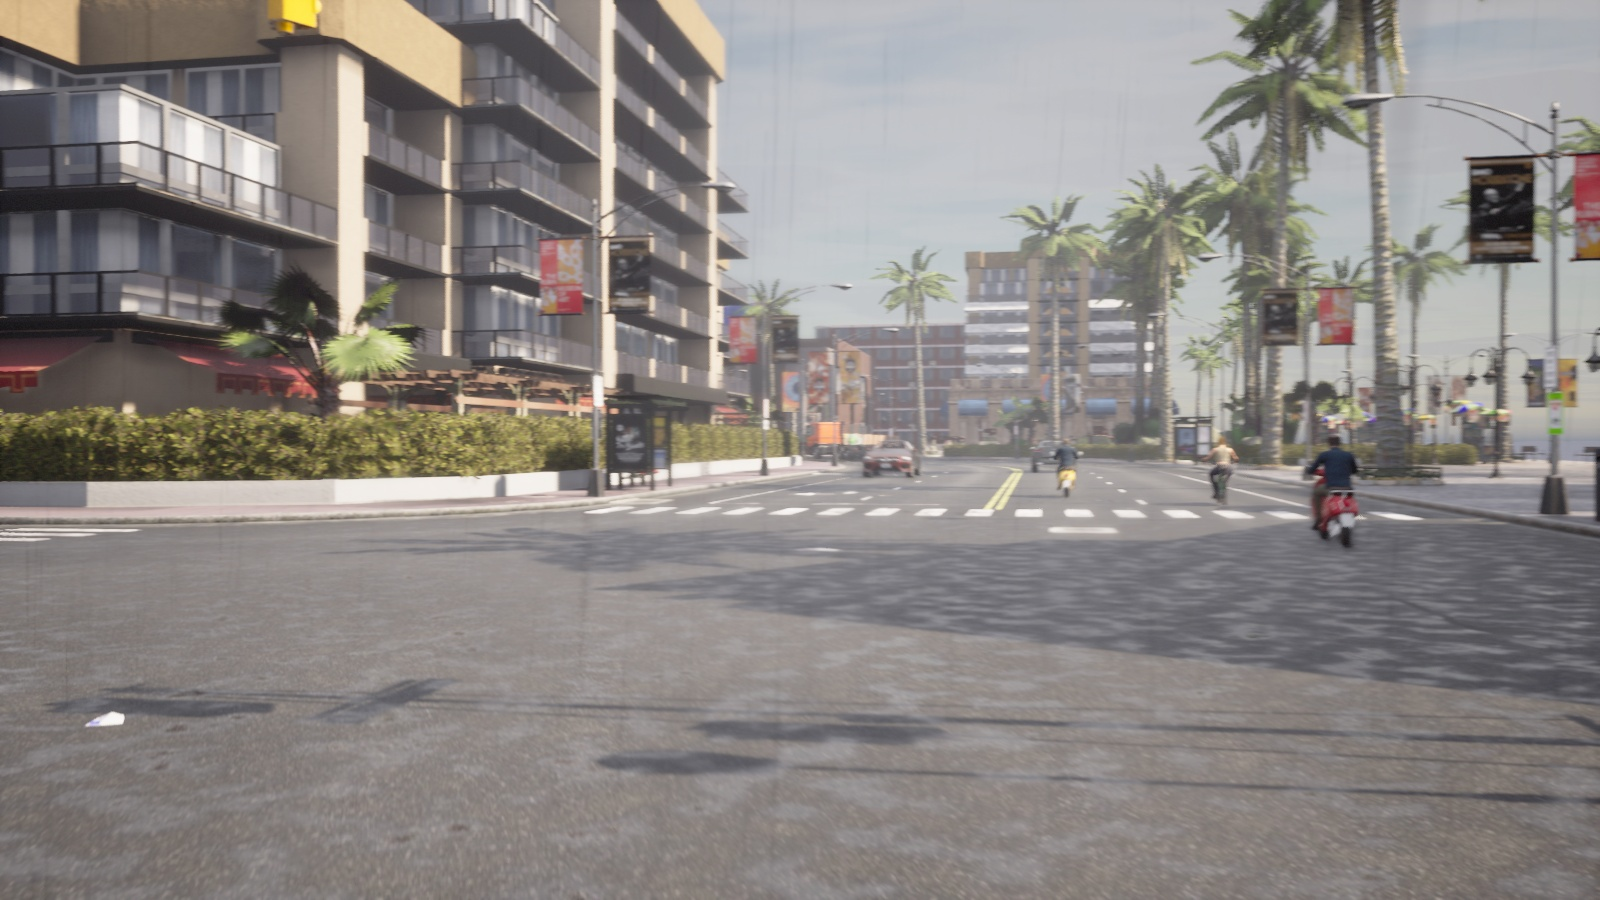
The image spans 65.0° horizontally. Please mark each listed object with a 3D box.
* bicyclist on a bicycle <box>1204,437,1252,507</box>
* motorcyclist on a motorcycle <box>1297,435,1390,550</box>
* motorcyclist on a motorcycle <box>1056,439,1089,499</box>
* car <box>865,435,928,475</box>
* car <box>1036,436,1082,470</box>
[{"bbox_3d":[10.088,0.501,29.646,0.866,1.612,1.509,0,0,11],"label":"bicyclist on a bicycle"},{"bbox_3d":[7.895,0.585,18.328,0.866,1.590,1.817,0,0,11],"label":"motorcyclist on a motorcycle"},{"bbox_3d":[7.445,0.494,34.370,0.866,1.590,1.817,0,0,11],"label":"motorcyclist on a motorcycle"},{"bbox_3d":[4.255,0.209,54.648,2.152,1.651,5.027,0,0,11],"label":"car"},{"bbox_3d":[13.020,0.147,63.372,2.152,1.651,5.027,0,0,10],"label":"car"}]
